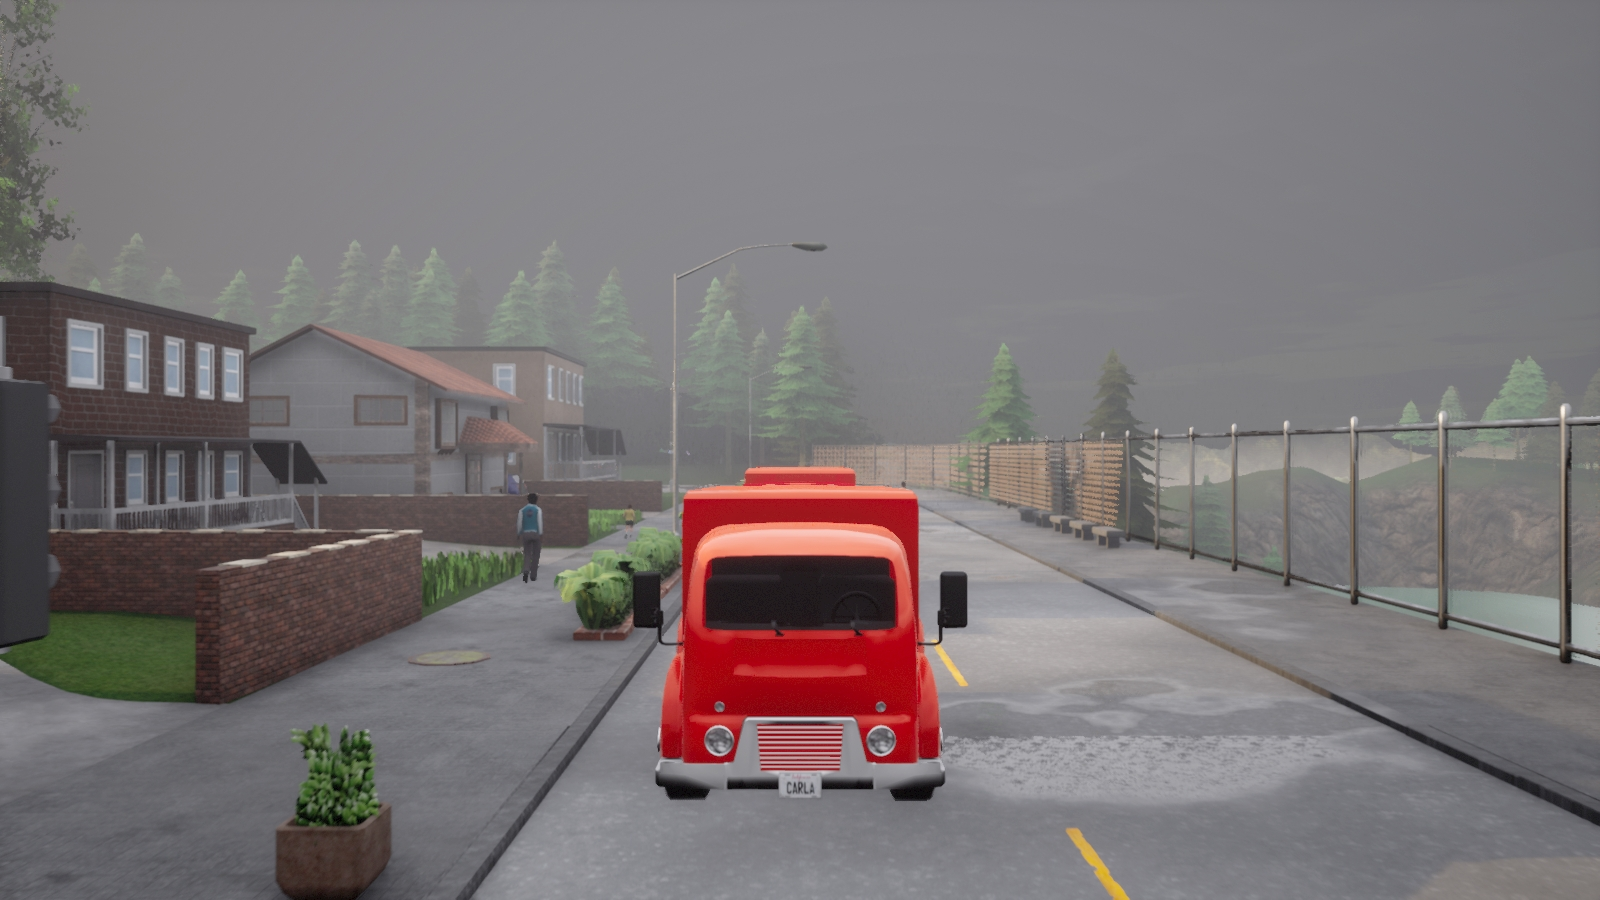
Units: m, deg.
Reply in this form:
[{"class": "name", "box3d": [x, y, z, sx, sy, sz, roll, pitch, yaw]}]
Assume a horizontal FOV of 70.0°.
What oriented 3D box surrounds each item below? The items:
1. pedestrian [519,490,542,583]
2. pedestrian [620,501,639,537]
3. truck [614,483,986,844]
[{"class": "pedestrian", "box3d": [-5.474, 1.758, 23.206, 0.375, 1.860, 0.375, 0, 0, 2]}, {"class": "pedestrian", "box3d": [-5.287, 2.141, 35.423, 0.500, 1.100, 0.500, 0, 0, 0]}, {"class": "truck", "box3d": [0.003, 1.584, 10.686, 2.627, 2.467, 5.204, 0, -1, 0]}]
